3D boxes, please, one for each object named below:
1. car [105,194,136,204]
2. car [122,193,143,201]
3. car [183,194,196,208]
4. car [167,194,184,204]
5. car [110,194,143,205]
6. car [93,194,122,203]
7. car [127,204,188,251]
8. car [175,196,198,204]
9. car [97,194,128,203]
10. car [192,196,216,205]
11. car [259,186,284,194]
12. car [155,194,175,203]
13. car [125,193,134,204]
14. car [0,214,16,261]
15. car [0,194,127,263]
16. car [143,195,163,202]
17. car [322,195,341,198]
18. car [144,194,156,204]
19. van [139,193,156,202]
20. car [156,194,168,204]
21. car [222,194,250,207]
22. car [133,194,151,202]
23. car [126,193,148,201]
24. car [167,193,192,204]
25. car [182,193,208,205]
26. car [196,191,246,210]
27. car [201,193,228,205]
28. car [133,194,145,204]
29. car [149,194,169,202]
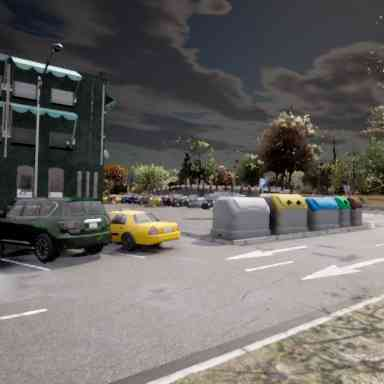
[{"bbox_3d":[-11.968,1.153,55.728,2.097,1.535,5.008,1,-1,35],"label":"car"},{"bbox_3d":[-16.525,1.429,92.007,2.435,2.045,5.566,1,-2,35],"label":"car"},{"bbox_3d":[1.544,1.188,36.289,2.002,1.452,4.674,1,0,35],"label":"car"},{"bbox_3d":[-0.148,1.150,38.715,2.231,1.521,4.892,0,-1,35],"label":"car"},{"bbox_3d":[-10.377,1.147,53.140,1.946,1.575,5.366,1,0,35],"label":"car"},{"bbox_3d":[-15.335,1.184,60.610,2.163,1.488,4.792,0,-1,35],"label":"car"},{"bbox_3d":[-3.012,1.445,13.975,5.366,1.575,1.946,-1,0,35],"label":"car"},{"bbox_3d":[-1.118,1.666,69.488,1.946,1.575,5.366,1,-2,35],"label":"car"},{"bbox_3d":[-13.754,1.148,57.999,1.946,1.575,5.366,1,0,35],"label":"car"},{"bbox_3d":[2.421,1.676,64.678,2.231,1.521,4.892,1,-2,35],"label":"car"},{"bbox_3d":[14.285,-0.289,59.841,2.097,1.767,4.553,2,3,-34],"label":"car"},{"bbox_3d":[-6.204,1.552,77.066,2.185,1.767,4.553,1,-2,35],"label":"car"},{"bbox_3d":[-6.911,1.180,48.410,2.163,1.488,4.792,1,-1,35],"label":"car"},{"bbox_3d":[-7.784,1.504,10.374,4.674,1.452,2.002,-1,-1,35],"label":"car"},{"bbox_3d":[-5.352,1.207,12.133,5.566,2.045,2.435,-1,0,35],"label":"car"},{"bbox_3d":[-9.632,1.681,82.051,2.231,1.521,4.892,1,-2,35],"label":"car"},{"bbox_3d":[17.982,1.420,42.380,2.435,2.045,5.566,1,-2,35],"label":"car"},{"bbox_3d":[-3.422,1.150,43.732,1.946,1.575,5.366,0,-1,35],"label":"car"},{"bbox_3d":[-11.293,1.459,84.633,1.878,1.987,4.442,1,-2,35],"label":"van"},{"bbox_3d":[-1.851,1.023,41.125,2.185,1.767,4.553,0,-1,35],"label":"car"},{"bbox_3d":[7.609,1.422,57.216,2.435,2.045,5.566,1,-2,35],"label":"car"},{"bbox_3d":[-13.060,1.555,87.037,2.185,1.767,4.553,1,-2,35],"label":"car"},{"bbox_3d":[-14.812,1.427,89.471,2.435,2.045,5.566,1,-2,35],"label":"car"},{"bbox_3d":[-2.714,1.428,72.154,2.435,2.045,5.566,1,-2,35],"label":"car"},{"bbox_3d":[0.698,1.424,67.142,2.435,2.045,5.566,1,-2,35],"label":"car"},{"bbox_3d":[3.229,0.896,33.836,2.435,2.045,5.566,1,-1,35],"label":"car"},{"bbox_3d":[4.191,1.425,62.228,2.435,2.045,5.566,1,-2,35],"label":"car"},{"bbox_3d":[-5.209,1.152,46.001,2.231,1.521,4.892,0,-1,35],"label":"car"},{"bbox_3d":[-7.941,1.552,79.548,2.185,1.767,4.553,1,-2,35],"label":"car"}]
